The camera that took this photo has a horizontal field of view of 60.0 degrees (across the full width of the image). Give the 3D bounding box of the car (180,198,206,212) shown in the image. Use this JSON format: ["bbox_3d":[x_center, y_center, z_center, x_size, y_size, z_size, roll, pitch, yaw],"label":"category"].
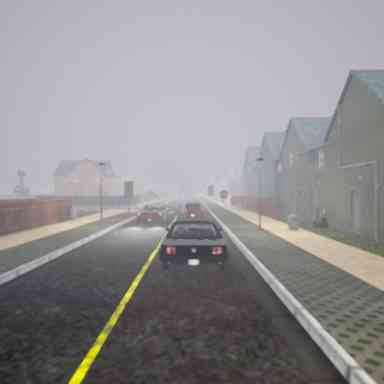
[{"bbox_3d":[0.070,1.445,25.608,1.812,1.442,4.674,0,0,0],"label":"car"}]

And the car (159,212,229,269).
[{"bbox_3d":[0.067,1.566,11.004,1.895,1.301,4.718,0,0,0],"label":"car"}]

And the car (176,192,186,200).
[{"bbox_3d":[-2.712,0.982,81.462,2.150,2.045,5.566,0,0,0],"label":"car"}]

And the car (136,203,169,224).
[{"bbox_3d":[-2.800,1.524,24.250,1.895,1.301,4.718,0,0,0],"label":"car"}]
